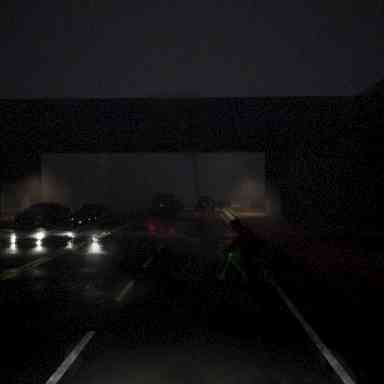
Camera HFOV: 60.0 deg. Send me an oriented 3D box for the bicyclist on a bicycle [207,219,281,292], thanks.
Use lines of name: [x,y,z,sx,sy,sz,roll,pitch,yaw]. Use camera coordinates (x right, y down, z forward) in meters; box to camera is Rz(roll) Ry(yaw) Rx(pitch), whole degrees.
bicyclist on a bicycle: [1.148,1.431,7.411,1.656,1.620,0.582,-1,0,2]

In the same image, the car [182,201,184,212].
car: [-2.004,1.547,38.938,1.994,1.385,4.181,0,0,1]

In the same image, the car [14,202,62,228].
car: [-9.820,1.467,22.187,1.882,1.535,5.008,0,0,2]

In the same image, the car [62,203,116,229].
car: [-6.288,1.497,21.464,1.837,1.490,4.892,0,-1,3]

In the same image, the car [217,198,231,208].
car: [3.996,1.580,47.745,1.895,1.301,4.718,0,0,30]

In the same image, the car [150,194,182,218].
car: [-2.351,1.208,29.597,2.150,2.045,5.566,0,0,2]

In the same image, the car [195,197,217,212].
car: [1.529,1.336,38.859,2.097,1.767,4.553,0,0,3]
